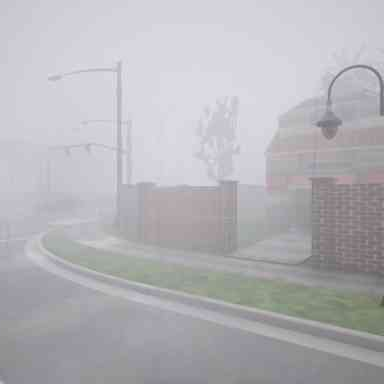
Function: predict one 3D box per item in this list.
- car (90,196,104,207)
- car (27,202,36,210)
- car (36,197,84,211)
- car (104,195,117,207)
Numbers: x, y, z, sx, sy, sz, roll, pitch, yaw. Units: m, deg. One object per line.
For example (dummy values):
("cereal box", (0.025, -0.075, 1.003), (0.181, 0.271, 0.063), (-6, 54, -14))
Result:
("car", (-12.321, 1.268, 47.977), (1.837, 1.490, 4.892), (0, 1, 37))
("car", (-17.720, 1.397, 40.829), (1.812, 1.442, 4.674), (0, 1, 37))
("car", (-14.990, 1.373, 38.642), (1.837, 1.490, 4.892), (0, 1, 36))
("car", (-9.412, 1.285, 46.028), (1.812, 1.442, 4.674), (0, 1, 37))
